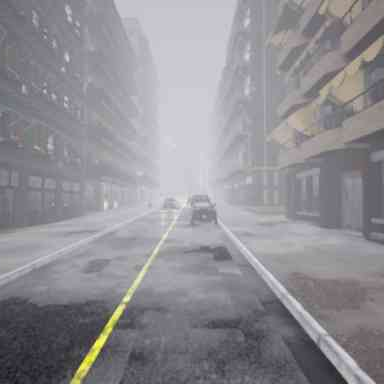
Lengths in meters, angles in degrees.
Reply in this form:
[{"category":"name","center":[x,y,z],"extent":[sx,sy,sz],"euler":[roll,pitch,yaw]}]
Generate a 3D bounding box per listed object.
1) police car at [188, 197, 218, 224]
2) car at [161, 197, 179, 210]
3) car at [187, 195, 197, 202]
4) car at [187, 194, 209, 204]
[{"category":"police car","center":[0.834,1.416,24.590],"extent":[1.930,1.638,5.238],"euler":[0,0,0]},{"category":"car","center":[-2.819,1.488,42.748],"extent":[1.837,1.490,4.892],"euler":[0,0,0]},{"category":"car","center":[0.028,1.371,76.122],"extent":[2.128,1.511,4.902],"euler":[0,0,0]},{"category":"car","center":[0.838,1.212,34.517],"extent":[2.150,2.045,5.566],"euler":[0,0,0]}]
